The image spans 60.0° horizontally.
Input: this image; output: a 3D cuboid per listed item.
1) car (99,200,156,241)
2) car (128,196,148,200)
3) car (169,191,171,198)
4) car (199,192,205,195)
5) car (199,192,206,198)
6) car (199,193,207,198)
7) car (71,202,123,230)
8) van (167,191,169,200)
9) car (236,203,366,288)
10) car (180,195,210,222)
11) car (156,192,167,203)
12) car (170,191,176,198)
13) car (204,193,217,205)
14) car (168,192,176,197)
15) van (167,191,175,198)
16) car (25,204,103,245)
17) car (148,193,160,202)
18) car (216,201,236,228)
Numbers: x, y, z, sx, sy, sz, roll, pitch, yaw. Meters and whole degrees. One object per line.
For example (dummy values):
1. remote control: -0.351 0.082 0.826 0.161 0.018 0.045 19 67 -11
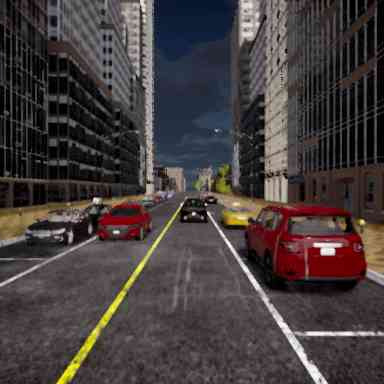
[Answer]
1. car: -3.089 1.349 16.091 1.882 1.535 5.008 0 0 0
2. car: -5.662 1.323 31.780 1.802 1.307 4.206 0 0 0
3. car: -5.636 1.030 65.934 1.802 1.307 4.206 0 1 0
4. car: 0.133 1.155 42.315 2.163 1.488 4.792 0 1 0
5. car: 2.763 0.767 88.850 1.752 1.417 4.829 0 1 0
6. car: 2.758 0.877 82.988 1.802 1.307 4.206 0 1 0
7. car: -5.672 1.402 20.398 1.947 1.339 4.313 0 0 0
8. van: -5.639 0.839 60.240 1.690 1.788 3.998 0 0 0
9. car: 2.701 1.243 8.993 2.192 1.841 5.009 0 0 0
10. car: 0.120 1.279 24.618 1.882 1.535 5.008 0 1 0
11. car: -5.645 1.092 54.549 1.887 1.381 4.507 0 0 0
12. car: -5.622 0.735 83.008 1.967 1.590 4.097 0 1 0
13. car: 2.731 1.162 48.838 1.947 1.339 4.313 0 0 0
14. car: -5.613 0.758 94.394 1.947 1.339 4.313 0 1 0
15. van: -5.617 0.585 88.700 1.690 1.788 3.998 0 1 0
16. car: -5.676 1.434 14.705 2.008 1.369 4.403 0 0 0
17. car: -5.654 1.196 43.166 2.008 1.369 4.403 0 0 0
18. car: 2.709 1.360 20.548 1.752 1.417 4.829 0 0 0
